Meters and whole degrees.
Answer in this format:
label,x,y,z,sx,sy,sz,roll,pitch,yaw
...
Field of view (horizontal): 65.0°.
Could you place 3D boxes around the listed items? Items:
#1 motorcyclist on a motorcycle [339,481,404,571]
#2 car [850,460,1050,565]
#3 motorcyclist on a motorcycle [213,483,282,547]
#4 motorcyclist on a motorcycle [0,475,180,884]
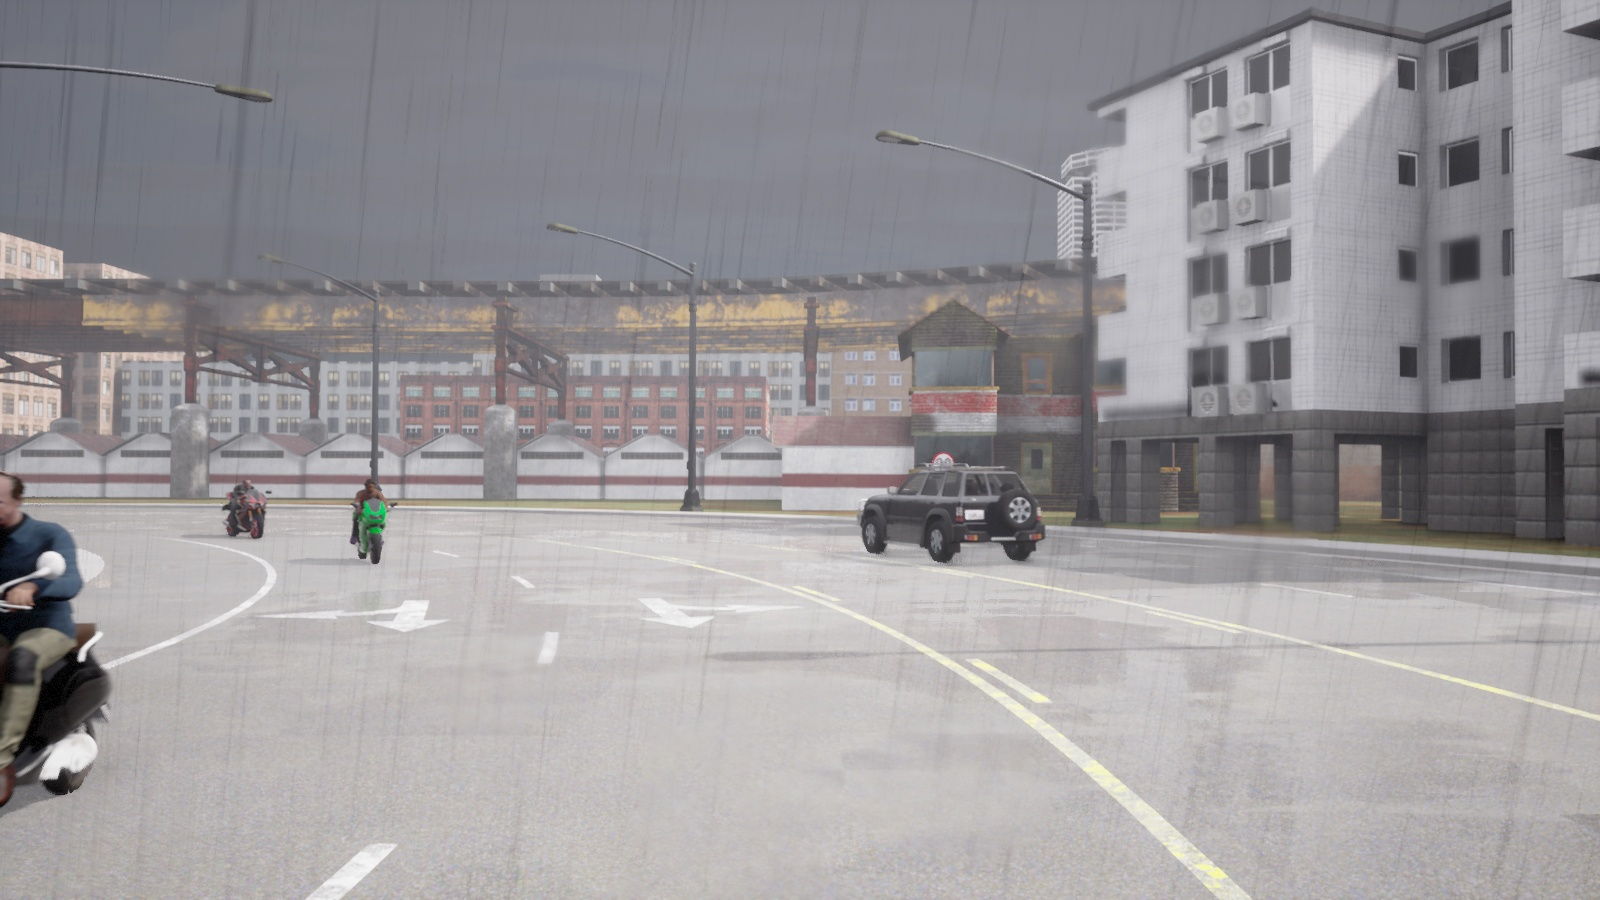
label,x,y,z,sx,sy,sz,roll,pitch,yaw
motorcyclist on a motorcycle,-7.740,1.328,22.641,0.797,1.523,2.044,0,-1,-28
car,2.825,1.168,24.815,1.932,1.855,4.605,0,-1,-22
motorcyclist on a motorcycle,-13.891,1.600,31.545,0.866,1.530,2.191,1,-1,-44
motorcyclist on a motorcycle,-3.577,0.911,5.515,0.866,1.590,1.817,0,-1,-2
